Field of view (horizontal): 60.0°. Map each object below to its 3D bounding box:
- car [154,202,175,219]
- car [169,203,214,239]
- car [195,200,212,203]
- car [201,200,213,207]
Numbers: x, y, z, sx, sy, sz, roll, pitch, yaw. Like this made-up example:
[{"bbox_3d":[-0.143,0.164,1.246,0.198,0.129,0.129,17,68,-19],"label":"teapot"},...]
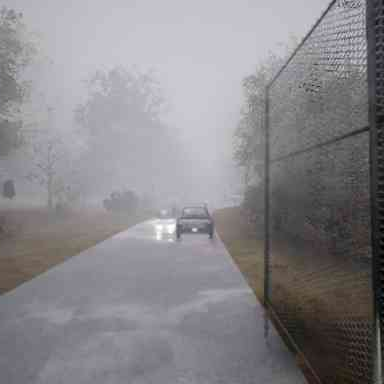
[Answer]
[{"bbox_3d":[-2.352,1.668,31.600,2.128,1.511,4.902,0,-1,3],"label":"car"},{"bbox_3d":[0.154,1.545,17.759,2.128,1.511,4.902,0,0,1],"label":"car"},{"bbox_3d":[0.926,1.803,37.191,2.033,1.411,5.357,0,-1,4],"label":"car"},{"bbox_3d":[3.302,2.526,73.372,1.882,1.535,5.008,0,-2,12],"label":"car"}]
